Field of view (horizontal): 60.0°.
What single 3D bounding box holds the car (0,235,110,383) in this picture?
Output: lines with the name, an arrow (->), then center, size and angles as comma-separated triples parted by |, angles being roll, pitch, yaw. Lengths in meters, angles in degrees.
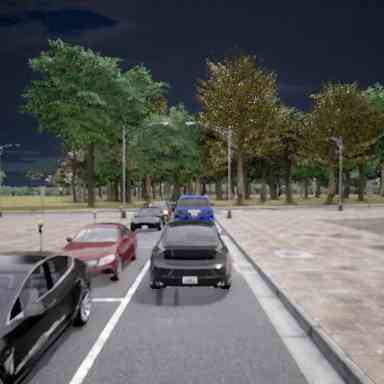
car -> -2.645, 1.572, 4.361 | 1.947, 1.339, 4.313 | -1, 0, 0

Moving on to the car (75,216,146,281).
car -> -2.641, 1.596, 9.796 | 1.802, 1.307, 4.206 | -1, 0, 0

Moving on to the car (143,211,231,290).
car -> -0.023, 1.519, 9.122 | 1.837, 1.490, 4.892 | 0, 0, 0

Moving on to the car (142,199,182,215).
car -> -3.336, 1.611, 36.557 | 1.837, 1.490, 4.892 | 1, -1, -42

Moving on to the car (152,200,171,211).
car -> -2.631, 1.478, 26.101 | 1.967, 1.590, 4.097 | -1, 0, 0

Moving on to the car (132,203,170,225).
car -> -2.633, 1.595, 20.665 | 1.947, 1.339, 4.313 | -1, 0, 0

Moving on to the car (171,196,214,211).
car -> 0.113, 1.247, 19.543 | 2.150, 2.045, 5.566 | 0, 0, 0
